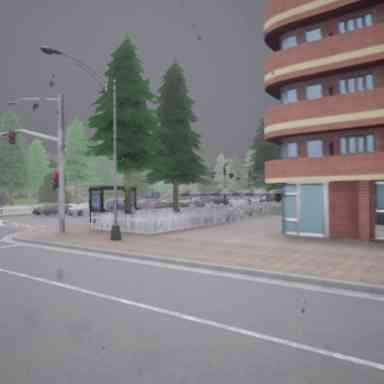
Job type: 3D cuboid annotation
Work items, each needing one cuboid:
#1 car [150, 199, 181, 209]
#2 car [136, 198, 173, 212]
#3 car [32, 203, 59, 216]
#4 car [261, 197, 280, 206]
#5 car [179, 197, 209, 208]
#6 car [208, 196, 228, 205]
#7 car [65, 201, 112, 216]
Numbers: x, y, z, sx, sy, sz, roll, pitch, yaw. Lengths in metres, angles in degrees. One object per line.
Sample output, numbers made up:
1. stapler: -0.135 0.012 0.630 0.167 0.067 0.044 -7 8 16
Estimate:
1. car: -4.054 1.843 51.291 1.812 1.442 4.674 -1 -1 42
2. car: -4.165 1.808 39.942 1.994 1.385 4.181 -1 0 35
3. car: -15.279 1.891 36.691 1.994 1.385 4.181 -1 0 36
4. car: 13.650 1.505 51.658 4.553 1.767 2.097 0 0 -28
5. car: -0.300 1.824 50.483 5.357 1.411 2.033 0 -1 -45
6. car: 3.834 1.510 58.212 5.566 2.045 2.150 0 0 -34
7. car: -11.363 1.812 36.164 1.812 1.442 4.674 -1 0 36
